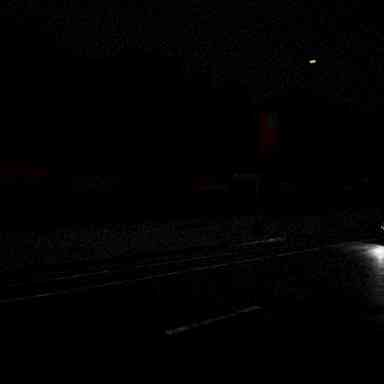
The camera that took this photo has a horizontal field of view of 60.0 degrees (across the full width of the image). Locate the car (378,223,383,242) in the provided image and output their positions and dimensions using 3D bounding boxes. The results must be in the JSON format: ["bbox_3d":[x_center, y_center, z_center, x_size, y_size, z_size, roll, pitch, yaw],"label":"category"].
[{"bbox_3d":[10.293,1.510,15.063,4.674,1.442,1.812,0,0,-36],"label":"car"}]
